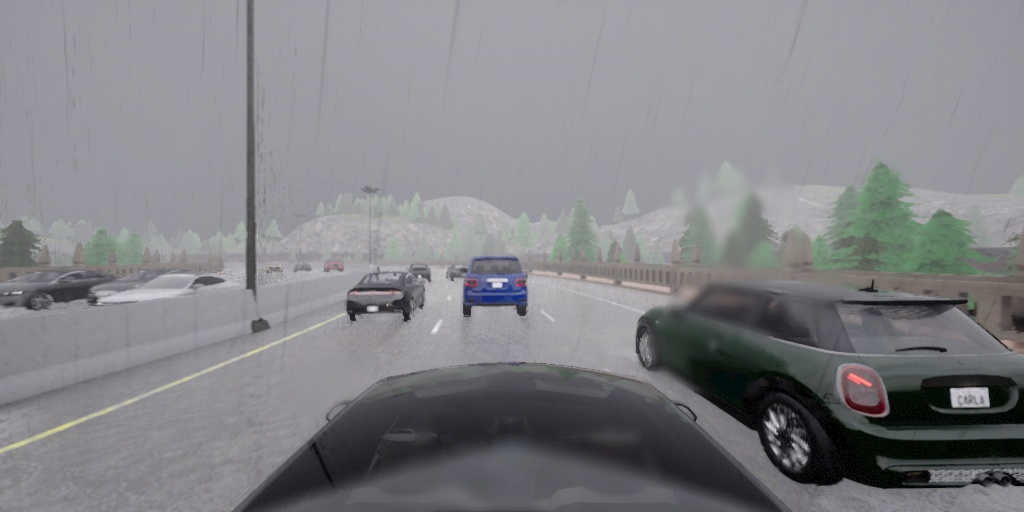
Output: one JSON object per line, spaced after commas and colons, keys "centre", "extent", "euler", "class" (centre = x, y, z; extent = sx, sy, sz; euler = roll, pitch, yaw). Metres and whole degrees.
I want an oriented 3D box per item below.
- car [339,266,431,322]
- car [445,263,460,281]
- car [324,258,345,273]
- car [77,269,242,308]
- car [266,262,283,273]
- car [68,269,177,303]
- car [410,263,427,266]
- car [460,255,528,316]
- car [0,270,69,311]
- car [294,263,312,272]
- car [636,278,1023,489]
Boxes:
{"centre": [-4.175, 1.278, 12.489], "extent": [2.128, 1.511, 4.902], "euler": [0, 0, -6], "class": "car"}
{"centre": [-4.675, 1.378, 31.614], "extent": [1.812, 1.442, 4.674], "euler": [0, 0, -17], "class": "car"}
{"centre": [-25.391, 1.276, 51.186], "extent": [2.150, 2.045, 5.566], "euler": [0, 0, -32], "class": "car"}
{"centre": [-11.412, 1.332, 12.405], "extent": [1.812, 1.442, 4.674], "euler": [0, 0, -7], "class": "car"}
{"centre": [-34.970, 1.615, 52.704], "extent": [1.882, 1.535, 5.008], "euler": [0, -1, -37], "class": "car"}
{"centre": [-15.409, 1.322, 15.638], "extent": [2.128, 1.511, 4.902], "euler": [0, 0, -10], "class": "car"}
{"centre": [-7.912, 1.365, 30.317], "extent": [1.837, 1.490, 4.892], "euler": [0, 0, -17], "class": "car"}
{"centre": [-0.780, 1.001, 13.727], "extent": [2.150, 2.045, 5.566], "euler": [0, 0, -7], "class": "car"}
{"centre": [-18.806, 1.329, 14.809], "extent": [2.128, 1.511, 4.902], "euler": [0, 0, -10], "class": "car"}
{"centre": [-31.342, 1.677, 53.699], "extent": [1.994, 1.385, 4.181], "euler": [0, 0, -35], "class": "car"}
{"centre": [3.403, 1.100, 4.850], "extent": [2.097, 1.767, 4.553], "euler": [0, 0, -2], "class": "car"}
